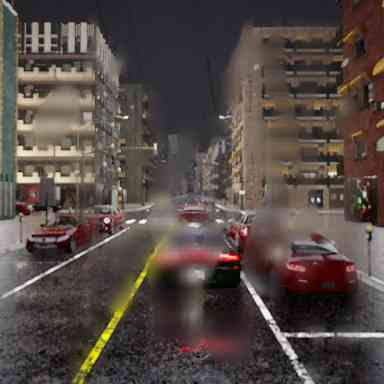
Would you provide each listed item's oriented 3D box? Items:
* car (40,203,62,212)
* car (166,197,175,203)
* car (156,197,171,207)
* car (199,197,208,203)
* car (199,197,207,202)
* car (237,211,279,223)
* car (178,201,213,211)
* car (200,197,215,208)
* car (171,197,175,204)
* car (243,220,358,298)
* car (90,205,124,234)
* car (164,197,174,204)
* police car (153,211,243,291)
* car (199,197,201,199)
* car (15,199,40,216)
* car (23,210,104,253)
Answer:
[{"bbox_3d":[-17.521,1.753,38.897,4.313,1.339,1.947,0,-1,0],"label":"car"},{"bbox_3d":[-5.092,1.894,80.373,1.887,1.381,4.507,1,0,0],"label":"car"},{"bbox_3d":[-5.153,1.776,57.519,1.752,1.417,4.829,1,0,0],"label":"car"},{"bbox_3d":[2.789,1.894,80.382,1.887,1.381,4.507,1,0,0],"label":"car"},{"bbox_3d":[2.804,1.924,86.052,2.008,1.369,4.403,1,0,0],"label":"car"},{"bbox_3d":[2.611,1.502,13.929,1.967,1.590,4.097,1,0,0],"label":"car"},{"bbox_3d":[0.131,1.574,21.750,1.882,1.535,5.008,0,0,0],"label":"car"},{"bbox_3d":[2.712,1.779,52.027,2.008,1.369,4.403,1,0,0],"label":"car"},{"bbox_3d":[-5.122,1.825,68.861,1.752,1.417,4.829,1,0,0],"label":"car"},{"bbox_3d":[2.595,1.620,8.379,1.802,1.307,4.206,1,0,0],"label":"car"},{"bbox_3d":[-5.263,1.527,19.477,1.967,1.590,4.097,1,0,0],"label":"car"},{"bbox_3d":[-5.107,1.891,74.702,1.947,1.339,4.313,1,0,0],"label":"car"},{"bbox_3d":[0.121,1.549,9.304,2.038,1.542,4.974,0,0,0],"label":"police car"},{"bbox_3d":[2.744,1.717,63.369,1.967,1.590,4.097,1,0,0],"label":"car"},{"bbox_3d":[-17.480,1.371,31.022,5.009,1.841,2.192,0,-1,0],"label":"car"},{"bbox_3d":[-5.275,1.644,13.927,1.802,1.307,4.206,1,0,0],"label":"car"}]
